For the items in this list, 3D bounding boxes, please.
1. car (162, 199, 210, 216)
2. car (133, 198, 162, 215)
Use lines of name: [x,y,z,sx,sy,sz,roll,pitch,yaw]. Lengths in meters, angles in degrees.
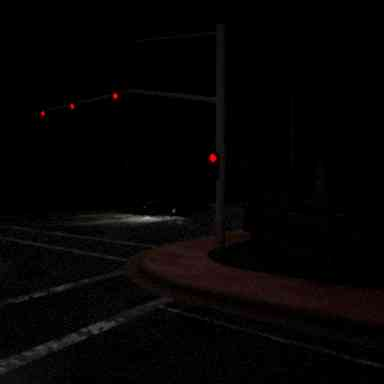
car: [-0.175,1.414,31.261,2.128,1.511,4.902,0,0,36]
car: [-3.547,1.386,32.566,1.882,1.535,5.008,0,0,36]
